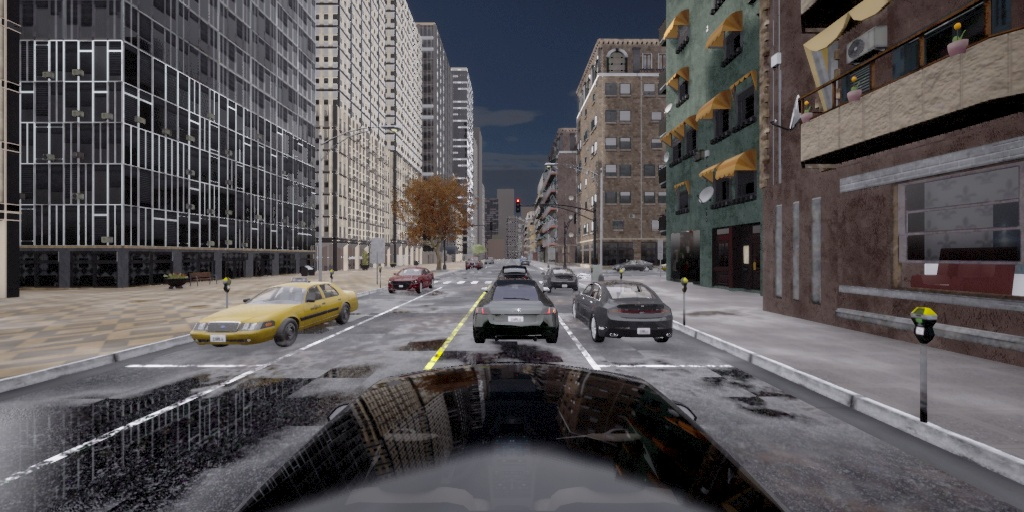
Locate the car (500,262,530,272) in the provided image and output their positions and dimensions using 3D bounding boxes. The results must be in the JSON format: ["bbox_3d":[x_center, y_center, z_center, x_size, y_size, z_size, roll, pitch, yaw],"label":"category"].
[{"bbox_3d":[0.116,1.259,19.708,1.837,1.490,4.892,0,0,-1],"label":"car"}]

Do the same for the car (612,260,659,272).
[{"bbox_3d":[13.459,1.108,39.985,4.403,1.370,2.007,0,0,-1],"label":"car"}]

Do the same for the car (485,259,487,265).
[{"bbox_3d":[-5.655,1.356,58.492,1.948,1.339,4.313,0,0,0],"label":"car"}]

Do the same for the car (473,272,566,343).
[{"bbox_3d":[0.092,1.315,9.659,1.994,1.385,4.181,0,0,0],"label":"car"}]

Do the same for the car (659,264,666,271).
[{"bbox_3d":[18.857,1.006,40.037,4.829,1.417,1.751,0,0,-1],"label":"car"}]

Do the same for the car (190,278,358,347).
[{"bbox_3d":[-5.686,1.276,9.346,1.751,1.417,4.829,0,0,0],"label":"car"}]

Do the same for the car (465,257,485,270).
[{"bbox_3d":[-5.659,1.098,52.969,2.192,1.841,5.009,0,0,0],"label":"car"}]

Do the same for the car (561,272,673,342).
[{"bbox_3d":[2.694,1.301,9.510,2.007,1.370,4.403,0,0,0],"label":"car"}]

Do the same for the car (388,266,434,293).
[{"bbox_3d":[-5.679,1.299,20.582,1.888,1.381,4.507,0,0,0],"label":"car"}]

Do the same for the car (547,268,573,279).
[{"bbox_3d":[2.701,1.305,20.576,2.007,1.370,4.403,0,0,0],"label":"car"}]
